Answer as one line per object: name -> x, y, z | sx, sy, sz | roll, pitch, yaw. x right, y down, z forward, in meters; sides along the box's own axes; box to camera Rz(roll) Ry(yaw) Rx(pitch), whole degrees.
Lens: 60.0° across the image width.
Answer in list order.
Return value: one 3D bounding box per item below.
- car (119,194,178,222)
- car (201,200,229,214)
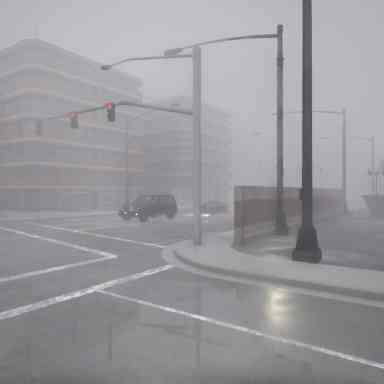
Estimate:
car -> -3.440, 1.221, 27.305 | 2.150, 2.045, 5.566 | 0, 0, 35
car -> 2.216, 1.564, 35.518 | 1.994, 1.385, 4.181 | 0, 0, 35
